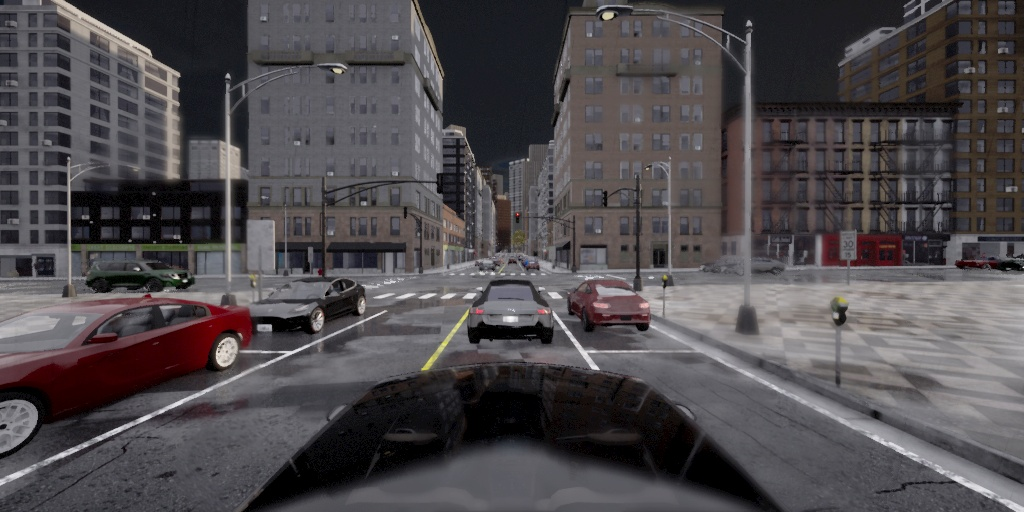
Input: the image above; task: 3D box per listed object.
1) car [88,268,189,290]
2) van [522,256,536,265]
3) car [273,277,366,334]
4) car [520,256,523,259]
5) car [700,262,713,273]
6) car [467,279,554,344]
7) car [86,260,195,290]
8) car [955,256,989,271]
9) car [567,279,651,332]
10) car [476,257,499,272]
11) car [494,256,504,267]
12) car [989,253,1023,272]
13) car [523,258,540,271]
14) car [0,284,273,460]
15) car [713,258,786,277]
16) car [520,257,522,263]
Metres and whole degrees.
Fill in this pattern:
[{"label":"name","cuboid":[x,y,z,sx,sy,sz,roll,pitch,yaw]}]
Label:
[{"label":"car","cuboid":[-27.365,1.645,26.407,5.357,1.411,2.033,-1,0,0]},{"label":"van","cuboid":[2.794,0.998,53.397,1.690,1.789,3.998,0,0,0]},{"label":"car","cuboid":[-5.810,1.314,10.587,1.948,1.339,4.313,0,0,0]},{"label":"car","cuboid":[2.826,1.202,64.505,1.802,1.307,4.207,0,0,0]},{"label":"car","cuboid":[20.040,0.903,33.206,4.902,1.511,2.128,-1,0,0]},{"label":"car","cuboid":[-0.038,1.312,9.635,1.994,1.385,4.181,0,0,0]},{"label":"car","cuboid":[-23.903,1.292,23.162,5.566,2.045,2.150,-1,0,0]},{"label":"car","cuboid":[44.338,0.681,33.207,4.718,1.301,1.895,-1,0,0]},{"label":"car","cuboid":[2.715,1.330,10.634,1.802,1.307,4.207,0,0,0]},{"label":"car","cuboid":[-3.088,1.208,45.632,1.812,1.442,4.674,0,1,2]},{"label":"car","cuboid":[-3.012,1.177,62.241,2.033,1.411,5.357,0,0,1]},{"label":"car","cuboid":[43.759,0.456,29.960,4.553,1.767,2.097,-1,0,0]},{"label":"car","cuboid":[2.778,1.257,47.845,1.802,1.307,4.207,0,0,0]},{"label":"car","cuboid":[-5.778,1.294,4.943,1.888,1.381,4.507,0,0,0]},{"label":"car","cuboid":[20.055,0.919,29.957,4.902,1.511,2.128,-1,0,0]},{"label":"car","cuboid":[2.810,1.185,58.948,1.888,1.381,4.507,0,0,0]}]
